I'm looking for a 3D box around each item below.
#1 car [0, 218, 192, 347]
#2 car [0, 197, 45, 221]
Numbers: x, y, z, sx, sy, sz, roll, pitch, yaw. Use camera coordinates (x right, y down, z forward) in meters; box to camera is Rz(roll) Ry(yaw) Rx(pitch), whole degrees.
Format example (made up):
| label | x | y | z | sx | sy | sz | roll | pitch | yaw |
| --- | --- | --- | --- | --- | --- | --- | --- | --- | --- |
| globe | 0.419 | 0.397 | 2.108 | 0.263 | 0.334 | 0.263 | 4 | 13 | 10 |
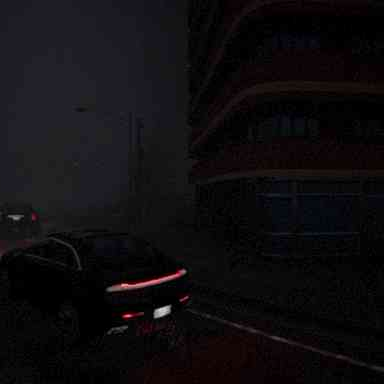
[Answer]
| label | x | y | z | sx | sy | sz | roll | pitch | yaw |
| --- | --- | --- | --- | --- | --- | --- | --- | --- | --- |
| car | -2.147 | 1.492 | 6.447 | 4.902 | 1.511 | 2.128 | 0 | 0 | 44 |
| car | -9.643 | 1.353 | 18.703 | 2.097 | 1.767 | 4.553 | 0 | 0 | -22 |
